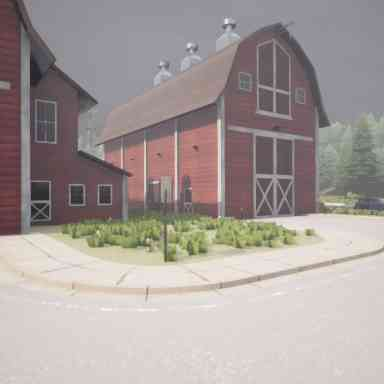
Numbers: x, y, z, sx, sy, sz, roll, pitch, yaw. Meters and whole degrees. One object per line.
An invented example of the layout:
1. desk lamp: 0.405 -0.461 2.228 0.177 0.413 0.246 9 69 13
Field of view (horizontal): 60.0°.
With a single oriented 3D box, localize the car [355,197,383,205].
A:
1. car: 20.137 1.388 36.086 2.097 1.767 4.553 0 0 -34
